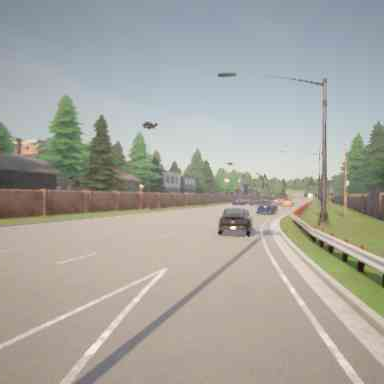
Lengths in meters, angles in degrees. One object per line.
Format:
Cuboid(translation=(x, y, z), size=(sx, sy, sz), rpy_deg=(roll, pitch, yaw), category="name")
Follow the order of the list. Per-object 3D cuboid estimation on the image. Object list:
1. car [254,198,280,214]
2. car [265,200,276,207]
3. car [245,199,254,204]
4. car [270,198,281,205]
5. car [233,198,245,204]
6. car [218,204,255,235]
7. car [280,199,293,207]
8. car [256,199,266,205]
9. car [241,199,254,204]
Cuboid(translation=(9.721, 1.885, 42.792), size=(2.097, 1.767, 4.553), rpy_deg=(0, -1, 20), category="car")
Cuboid(translation=(17.236, 2.441, 73.100), size=(1.812, 1.442, 4.674), rpy_deg=(0, -1, 21), category="car")
Cuboid(translation=(13.814, 2.409, 73.942), size=(2.128, 1.511, 4.902), rpy_deg=(0, -1, 21), category="car")
Cuboid(translation=(20.748, 2.277, 82.437), size=(2.097, 1.767, 4.553), rpy_deg=(0, -1, 21), category="car")
Cuboid(translation=(10.676, 2.216, 75.537), size=(2.097, 1.767, 4.553), rpy_deg=(0, -1, 21), category="car")
Cuboid(translation=(2.738, 1.738, 20.505), size=(1.837, 1.490, 4.892), rpy_deg=(0, -1, 12), category="car")
Cuboid(translation=(21.383, 2.334, 74.182), size=(2.097, 1.767, 4.553), rpy_deg=(0, -1, 21), category="car")
Cuboid(translation=(17.481, 2.419, 83.695), size=(1.812, 1.442, 4.674), rpy_deg=(0, -1, 21), category="car")
Cuboid(translation=(14.205, 2.407, 84.927), size=(2.033, 1.411, 5.357), rpy_deg=(0, -1, 21), category="car")
